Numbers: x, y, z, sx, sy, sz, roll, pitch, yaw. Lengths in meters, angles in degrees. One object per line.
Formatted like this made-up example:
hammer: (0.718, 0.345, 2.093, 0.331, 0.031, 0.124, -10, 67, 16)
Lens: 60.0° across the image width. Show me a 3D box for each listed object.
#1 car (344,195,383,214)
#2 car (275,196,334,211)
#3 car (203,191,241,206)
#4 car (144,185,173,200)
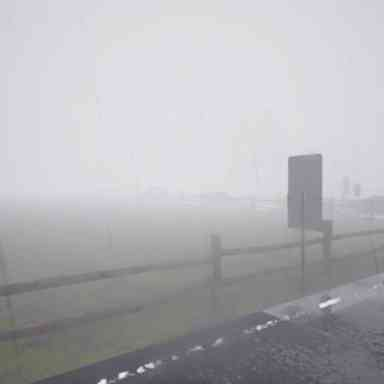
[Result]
car: (14.143, 0.982, 25.385, 1.882, 1.535, 5.008, 1, 1, -32)
car: (9.222, 0.869, 27.499, 1.882, 1.535, 5.008, 0, 1, -35)
car: (3.206, 0.625, 36.080, 1.882, 1.535, 5.008, 0, 1, -35)
car: (-4.925, 0.036, 47.709, 2.150, 2.045, 5.566, 0, 2, -35)
